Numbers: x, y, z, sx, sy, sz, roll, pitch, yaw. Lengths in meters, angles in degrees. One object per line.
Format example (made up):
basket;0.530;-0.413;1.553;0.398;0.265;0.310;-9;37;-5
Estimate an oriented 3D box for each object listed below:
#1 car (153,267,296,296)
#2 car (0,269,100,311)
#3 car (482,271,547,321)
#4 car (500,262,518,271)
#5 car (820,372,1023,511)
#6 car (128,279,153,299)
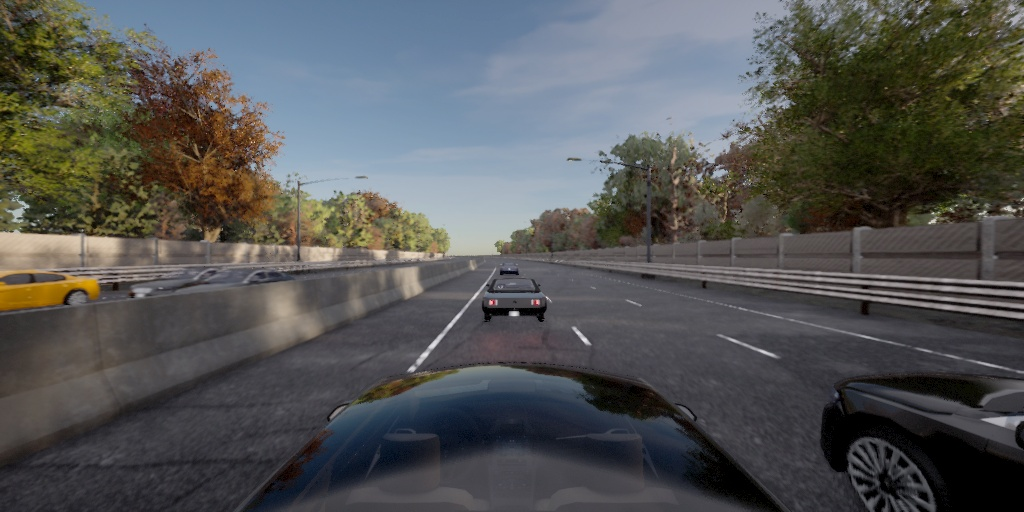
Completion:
car;-10.604;1.248;14.171;2.128;1.511;4.902;0;0;0
car;-17.605;1.234;12.335;1.882;1.535;5.008;0;0;0
car;0.056;1.355;12.420;1.895;1.301;4.718;0;0;0
car;-0.321;1.328;39.193;1.994;1.385;4.181;0;0;-1
car;3.592;1.240;1.099;2.128;1.511;4.902;0;0;0
car;-14.102;1.249;16.064;2.128;1.511;4.902;0;0;0
